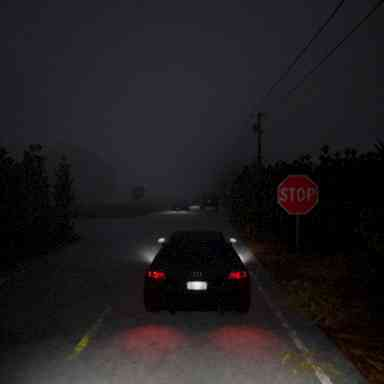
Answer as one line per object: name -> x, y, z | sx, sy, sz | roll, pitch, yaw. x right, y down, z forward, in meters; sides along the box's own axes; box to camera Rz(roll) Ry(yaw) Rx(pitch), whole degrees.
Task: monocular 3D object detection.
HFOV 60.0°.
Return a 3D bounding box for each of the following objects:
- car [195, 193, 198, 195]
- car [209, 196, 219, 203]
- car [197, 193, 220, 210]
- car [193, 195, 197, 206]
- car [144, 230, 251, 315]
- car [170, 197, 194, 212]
car -> 1.540, 1.177, 69.875 | 2.150, 2.045, 5.566 | 0, 0, 5
car -> 4.635, 1.529, 68.556 | 1.994, 1.385, 4.181 | 0, 0, 5
car -> 2.261, 1.200, 41.721 | 2.150, 2.045, 5.566 | 0, 0, 5
car -> 0.051, 1.573, 54.582 | 1.895, 1.301, 4.718 | 0, 0, 6
car -> 0.119, 1.560, 7.661 | 1.994, 1.385, 4.181 | 0, 0, 1
car -> -1.344, 1.527, 39.639 | 2.033, 1.411, 5.357 | 0, 0, 5
